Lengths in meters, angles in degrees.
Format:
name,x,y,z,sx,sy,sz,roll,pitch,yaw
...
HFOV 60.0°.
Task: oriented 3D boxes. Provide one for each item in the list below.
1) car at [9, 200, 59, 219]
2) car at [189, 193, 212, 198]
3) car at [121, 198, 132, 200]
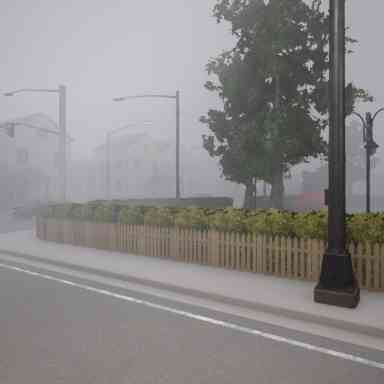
name,x,y,z,sx,sy,sz,roll,pitch,yaw
car,-13.428,1.491,29.345,2.128,1.511,4.902,0,0,35
car,1.075,1.223,50.181,2.150,2.045,5.566,0,0,34
car,-7.398,1.478,38.015,1.882,1.535,5.008,0,0,35
